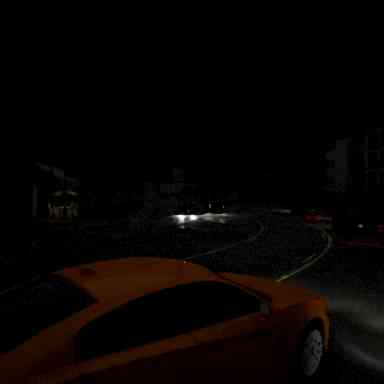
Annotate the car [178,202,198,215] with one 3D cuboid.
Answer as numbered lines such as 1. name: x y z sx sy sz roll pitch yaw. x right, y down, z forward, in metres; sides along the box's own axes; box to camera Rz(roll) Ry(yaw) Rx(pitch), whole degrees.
1. car: -0.527 1.840 37.431 1.994 1.385 4.181 0 0 -5

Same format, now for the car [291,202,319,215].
1. car: 13.462 1.886 39.991 2.128 1.511 4.902 0 0 -4

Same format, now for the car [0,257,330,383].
1. car: -0.365 1.502 3.686 5.008 1.535 1.882 1 0 -40

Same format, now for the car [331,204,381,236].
1. car: 9.779 1.698 20.319 1.882 1.535 5.008 1 0 15

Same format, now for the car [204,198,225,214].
1. car: 2.713 1.675 40.634 2.097 1.767 4.553 0 0 -5
